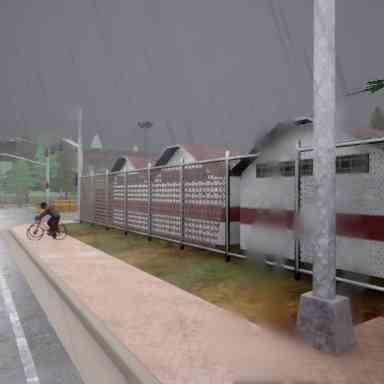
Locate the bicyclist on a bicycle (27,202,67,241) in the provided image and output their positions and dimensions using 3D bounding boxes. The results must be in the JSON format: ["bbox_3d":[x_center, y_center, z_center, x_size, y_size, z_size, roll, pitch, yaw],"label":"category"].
[{"bbox_3d":[-6.268,1.301,14.392,1.656,1.620,0.582,0,0,-14],"label":"bicyclist on a bicycle"}]

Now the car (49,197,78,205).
[{"bbox_3d":[-19.428,1.505,50.150,4.892,1.490,1.837,0,0,-35],"label":"car"}]

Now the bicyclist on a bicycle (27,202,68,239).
[{"bbox_3d":[-6.782,1.301,15.612,1.656,1.620,0.582,0,0,-39],"label":"bicyclist on a bicycle"}]
